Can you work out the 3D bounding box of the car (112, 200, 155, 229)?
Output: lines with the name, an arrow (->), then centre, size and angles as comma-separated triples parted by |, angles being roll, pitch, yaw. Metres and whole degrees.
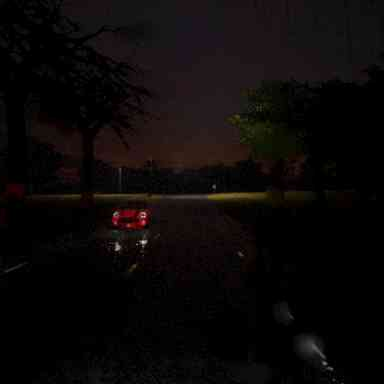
car -> -3.591, 1.304, 21.073 | 2.097, 1.767, 4.553 | 0, 0, 0
